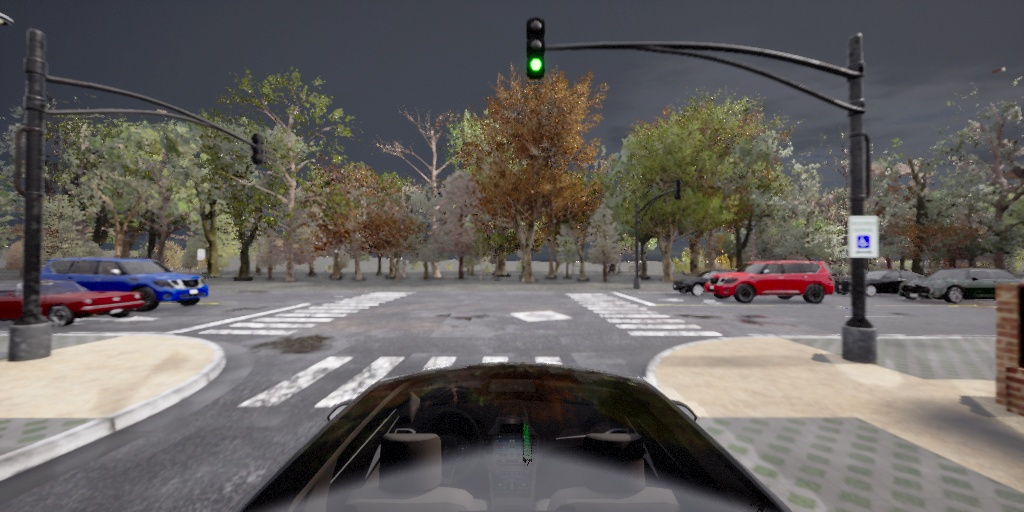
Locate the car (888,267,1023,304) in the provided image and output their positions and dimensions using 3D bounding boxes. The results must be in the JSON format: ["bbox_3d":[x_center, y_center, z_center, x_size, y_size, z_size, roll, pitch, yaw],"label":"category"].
[{"bbox_3d":[22.335,1.396,17.932,4.553,1.767,2.097,0,-1,0],"label":"car"}]

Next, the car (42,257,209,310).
[{"bbox_3d":[-15.560,1.079,14.438,5.566,2.045,2.150,0,-1,0],"label":"car"}]

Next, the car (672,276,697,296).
[{"bbox_3d":[12.117,1.532,21.171,5.008,1.535,1.882,0,-1,0],"label":"car"}]

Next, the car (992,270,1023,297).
[{"bbox_3d":[32.246,1.612,21.182,4.902,1.511,2.128,0,-1,0],"label":"car"}]

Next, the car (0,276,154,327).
[{"bbox_3d":[-14.633,1.415,11.183,4.718,1.301,1.895,0,-1,-3],"label":"car"}]

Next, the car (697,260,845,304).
[{"bbox_3d":[12.746,1.233,17.924,5.566,2.045,2.150,0,-1,0],"label":"car"}]

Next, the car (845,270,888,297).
[{"bbox_3d":[21.880,1.566,21.180,5.008,1.535,1.882,0,-1,0],"label":"car"}]
